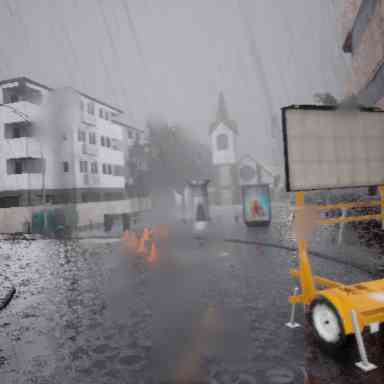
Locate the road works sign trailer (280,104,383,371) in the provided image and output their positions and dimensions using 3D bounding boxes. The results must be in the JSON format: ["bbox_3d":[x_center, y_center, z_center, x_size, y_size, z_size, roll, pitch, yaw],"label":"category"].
[{"bbox_3d":[2.520,0.348,5.720,2.380,3.560,2.880,-3,0,-20],"label":"road works sign trailer"}]

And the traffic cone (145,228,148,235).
[{"bbox_3d":[-2.440,2.214,17.700,0.340,0.580,0.340,-4,0,-20],"label":"traffic cone"}]

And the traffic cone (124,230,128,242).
[{"bbox_3d":[-3.379,2.271,17.364,0.340,0.580,0.340,-3,0,-20],"label":"traffic cone"}]

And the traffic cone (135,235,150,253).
[{"bbox_3d":[-2.028,2.167,13.601,0.340,0.580,0.340,-3,0,-20],"label":"traffic cone"}]

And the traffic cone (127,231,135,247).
[{"bbox_3d":[-2.704,2.219,15.482,0.340,0.580,0.340,-3,0,-20],"label":"traffic cone"}]

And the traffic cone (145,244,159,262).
[{"bbox_3d":[-1.351,2.115,11.720,0.340,0.580,0.340,-3,0,-20],"label":"traffic cone"}]
